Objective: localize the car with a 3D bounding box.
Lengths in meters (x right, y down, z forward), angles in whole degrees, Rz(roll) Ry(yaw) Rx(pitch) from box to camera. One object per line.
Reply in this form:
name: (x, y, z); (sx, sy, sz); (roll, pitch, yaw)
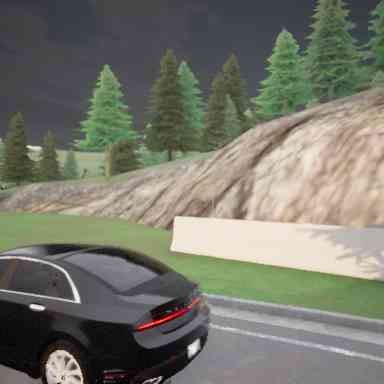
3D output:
car: (-2.124, 1.505, 4.832); (4.892, 1.490, 1.837); (0, -1, 27)
